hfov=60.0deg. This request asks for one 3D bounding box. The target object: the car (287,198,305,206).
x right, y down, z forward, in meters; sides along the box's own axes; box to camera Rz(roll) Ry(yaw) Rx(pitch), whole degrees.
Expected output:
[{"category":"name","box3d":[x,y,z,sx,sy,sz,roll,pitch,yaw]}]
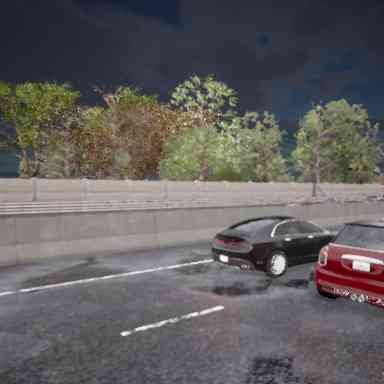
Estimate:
[{"category":"car","box3d":[13.146,1.393,39.185,4.674,1.442,1.812,0,0,-35]}]

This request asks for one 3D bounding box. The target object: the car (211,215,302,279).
[{"category":"car","box3d":[2.803,1.473,10.055,4.892,1.490,1.837,0,0,-36]}]

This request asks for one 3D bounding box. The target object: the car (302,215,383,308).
[{"category":"car","box3d":[4.726,1.319,7.129,4.553,1.767,2.097,0,0,-36]}]

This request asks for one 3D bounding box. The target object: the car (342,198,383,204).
[{"category":"car","box3d":[17.988,1.352,34.038,4.902,1.511,2.128,0,0,-35]}]

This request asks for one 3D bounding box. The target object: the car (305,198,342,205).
[{"category":"car","box3d":[14.622,1.433,35.943,4.181,1.385,1.994,0,0,-35]}]
